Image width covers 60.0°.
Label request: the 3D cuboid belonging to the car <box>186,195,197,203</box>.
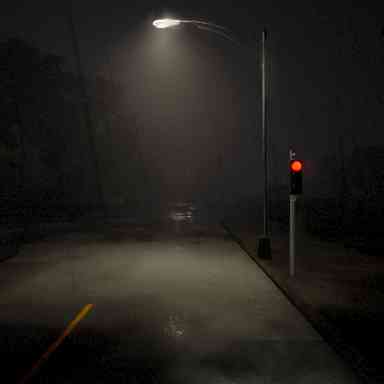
[{"bbox_3d":[-0.073,1.525,67.501,1.812,1.442,4.674,0,0,0],"label":"car"}]

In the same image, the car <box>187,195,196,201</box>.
[{"bbox_3d":[-0.084,1.427,77.535,1.895,1.301,4.718,0,0,0],"label":"car"}]
